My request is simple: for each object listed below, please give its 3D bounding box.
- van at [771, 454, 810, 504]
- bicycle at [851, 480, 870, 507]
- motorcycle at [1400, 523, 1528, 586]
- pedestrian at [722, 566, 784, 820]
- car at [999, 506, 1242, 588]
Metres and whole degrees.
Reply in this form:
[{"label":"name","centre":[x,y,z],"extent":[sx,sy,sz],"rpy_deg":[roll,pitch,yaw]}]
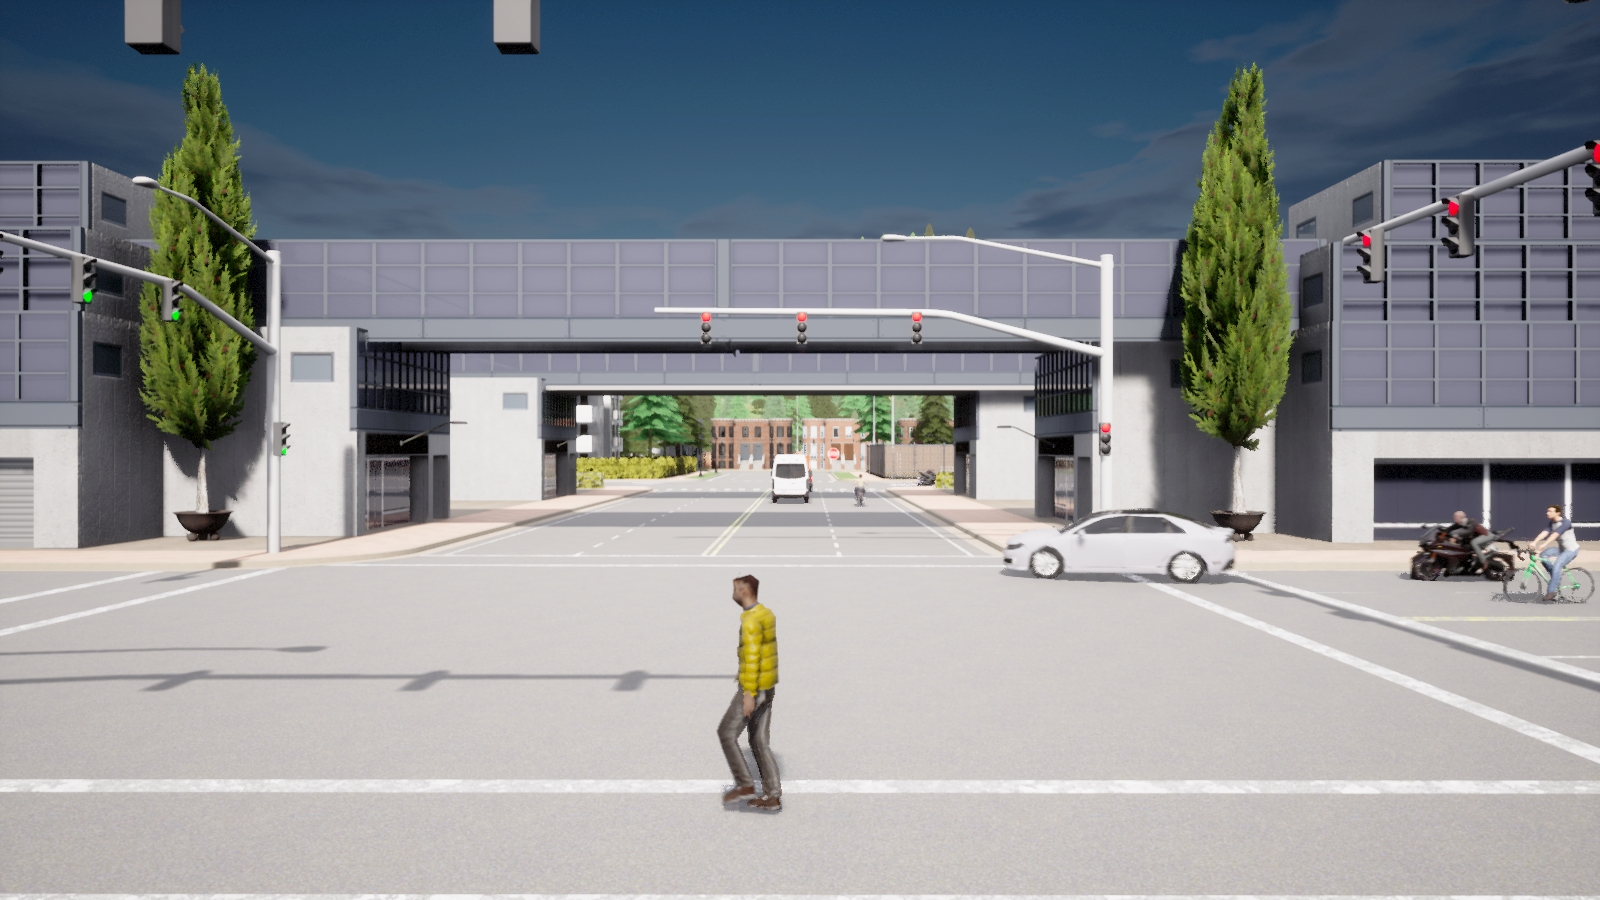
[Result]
[{"label":"van","centre":[-0.476,1.528,62.554],"extent":[1.988,2.561,5.915],"rpy_deg":[0,0,0]},{"label":"bicycle","centre":[2.998,2.151,56.880],"extent":[0.859,1.276,1.487],"rpy_deg":[0,0,0]},{"label":"motorcycle","centre":[14.046,2.202,24.220],"extent":[2.209,1.251,0.867],"rpy_deg":[0,0,1]},{"label":"pedestrian","centre":[-0.359,1.847,8.812],"extent":[0.375,1.860,0.375],"rpy_deg":[0,0,18]},{"label":"car","centre":[6.940,2.058,25.002],"extent":[4.892,1.480,2.231],"rpy_deg":[0,1,15]}]
